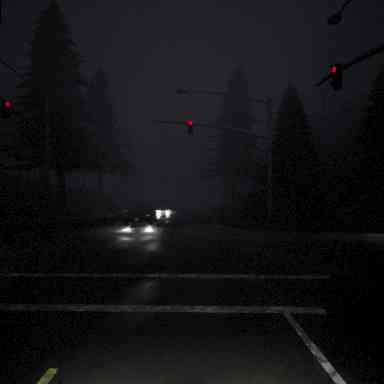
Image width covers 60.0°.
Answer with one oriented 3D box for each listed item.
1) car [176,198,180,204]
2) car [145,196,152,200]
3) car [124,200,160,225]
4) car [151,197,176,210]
[{"bbox_3d":[-4.071,1.564,61.705,1.994,1.385,4.181,0,0,-39],"label":"car"},{"bbox_3d":[-8.202,1.520,61.217,1.882,1.535,5.008,0,0,-44],"label":"car"},{"bbox_3d":[-3.616,1.525,23.962,1.812,1.442,4.674,0,0,0],"label":"car"},{"bbox_3d":[-3.649,1.491,43.541,2.128,1.511,4.902,0,0,0],"label":"car"}]
